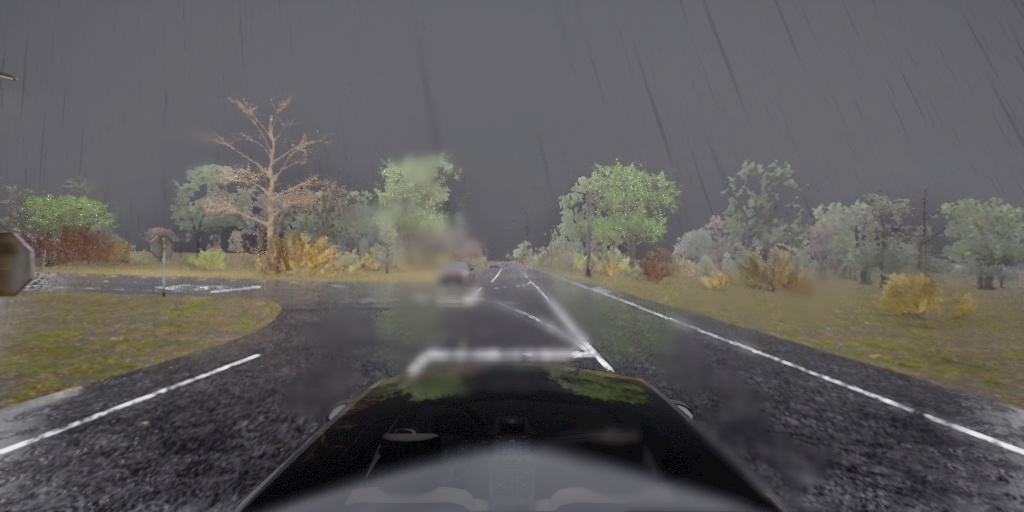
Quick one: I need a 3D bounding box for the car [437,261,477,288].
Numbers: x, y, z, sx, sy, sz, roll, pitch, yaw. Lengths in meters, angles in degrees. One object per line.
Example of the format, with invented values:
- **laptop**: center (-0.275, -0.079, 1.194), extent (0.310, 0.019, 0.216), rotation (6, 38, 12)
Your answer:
- **car**: center (-3.499, 1.133, 23.502), extent (2.097, 1.767, 4.553), rotation (1, -2, 0)
